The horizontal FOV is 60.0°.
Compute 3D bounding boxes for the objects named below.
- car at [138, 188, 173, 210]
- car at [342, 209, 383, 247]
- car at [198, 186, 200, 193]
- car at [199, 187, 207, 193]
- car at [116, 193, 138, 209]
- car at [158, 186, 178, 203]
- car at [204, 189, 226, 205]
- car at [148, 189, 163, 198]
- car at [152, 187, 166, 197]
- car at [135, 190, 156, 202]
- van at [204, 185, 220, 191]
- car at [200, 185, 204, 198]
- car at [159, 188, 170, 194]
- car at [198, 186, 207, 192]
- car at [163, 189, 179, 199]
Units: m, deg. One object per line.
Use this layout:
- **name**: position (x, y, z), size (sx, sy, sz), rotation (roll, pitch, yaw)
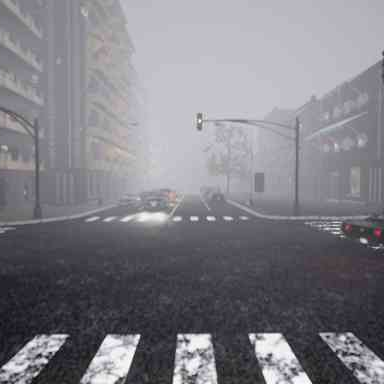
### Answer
- **car**: position (-3.096, 0.719, 29.454), size (2.128, 1.511, 4.902), rotation (0, 2, 0)
- **car**: position (7.529, 1.177, 10.937), size (4.718, 1.301, 1.895), rotation (-1, 2, -14)
- **car**: position (2.672, -0.645, 74.428), size (2.192, 1.841, 5.009), rotation (0, 2, 0)
- **car**: position (2.674, -0.526, 79.966), size (1.802, 1.307, 4.206), rotation (0, 2, 0)
- **car**: position (-5.699, 0.759, 30.187), size (2.008, 1.369, 4.403), rotation (0, 2, 0)
- **car**: position (-3.089, 0.324, 39.157), size (2.097, 1.767, 4.553), rotation (0, 2, 0)
- **car**: position (2.682, 0.629, 35.713), size (1.947, 1.339, 4.313), rotation (0, 2, 0)
- **car**: position (-5.702, 0.208, 52.314), size (1.802, 1.307, 4.206), rotation (0, 2, 0)
- **car**: position (-5.704, -0.080, 57.842), size (1.967, 1.590, 4.097), rotation (0, 2, 0)
- **car**: position (-5.700, 0.462, 41.250), size (1.887, 1.381, 4.507), rotation (0, 2, 0)
- **van**: position (2.679, 0.259, 41.239), size (1.690, 1.788, 3.998), rotation (0, 2, 0)
- **car**: position (2.677, 0.066, 52.305), size (1.967, 1.590, 4.097), rotation (0, 2, 0)
- **car**: position (-5.705, -0.232, 68.909), size (1.802, 1.307, 4.206), rotation (0, 2, 0)
- **car**: position (2.671, -0.815, 85.494), size (1.967, 1.590, 4.097), rotation (0, 2, 0)
- **car**: position (-3.080, 0.266, 49.401), size (1.994, 1.385, 4.181), rotation (0, 1, 0)
